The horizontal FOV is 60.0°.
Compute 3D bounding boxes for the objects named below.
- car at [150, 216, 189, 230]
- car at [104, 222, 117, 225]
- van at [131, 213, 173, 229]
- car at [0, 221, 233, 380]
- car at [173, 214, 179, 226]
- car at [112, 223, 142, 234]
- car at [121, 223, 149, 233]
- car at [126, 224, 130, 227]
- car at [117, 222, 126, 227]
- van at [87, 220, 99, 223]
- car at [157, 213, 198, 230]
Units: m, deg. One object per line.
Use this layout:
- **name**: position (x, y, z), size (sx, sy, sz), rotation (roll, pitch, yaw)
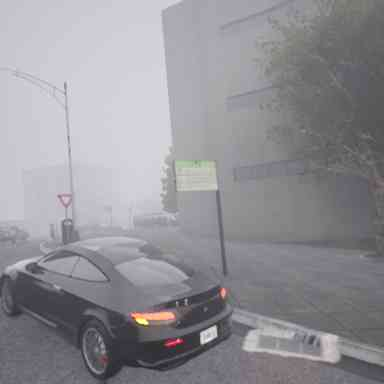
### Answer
- **car**: position (-3.172, 4.392, 47.230), size (5.008, 1.535, 2.097), rotation (-6, -8, 21)
- **car**: position (-14.727, 5.670, 51.365), size (5.008, 1.535, 2.097), rotation (-7, -7, 21)
- **van**: position (-5.147, 3.699, 42.009), size (4.442, 1.987, 1.878), rotation (-7, -7, 21)
- **car**: position (-1.496, 1.480, 5.461), size (4.674, 1.442, 1.812), rotation (1, 1, 43)
- **car**: position (-4.185, 4.177, 44.594), size (4.792, 1.488, 2.163), rotation (-7, -7, 21)
- **car**: position (-11.558, 6.477, 59.211), size (4.792, 1.488, 2.163), rotation (-7, -8, 21)
- **car**: position (-10.553, 6.748, 61.799), size (4.674, 1.452, 2.002), rotation (-7, -8, 21)
- **car**: position (-12.789, 6.209, 56.710), size (5.366, 1.575, 1.946), rotation (-7, -8, 21)
- **car**: position (-13.673, 5.795, 53.949), size (4.553, 1.767, 2.185), rotation (-7, -8, 21)
- **van**: position (-15.867, 5.224, 48.863), size (4.442, 1.987, 1.878), rotation (-7, -7, 21)
- **car**: position (-2.206, 4.396, 49.801), size (5.566, 2.045, 2.435), rotation (-7, -8, 21)
